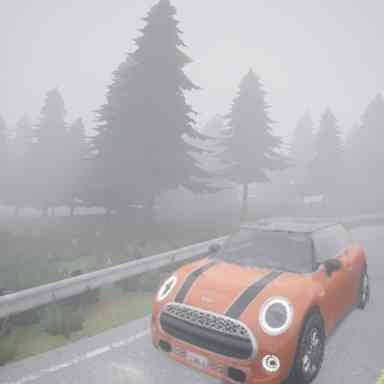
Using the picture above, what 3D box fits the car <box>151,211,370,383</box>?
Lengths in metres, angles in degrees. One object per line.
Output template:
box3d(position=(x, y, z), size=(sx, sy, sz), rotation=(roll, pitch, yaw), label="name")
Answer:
box3d(position=(1.439, 1.291, 5.555), size=(2.097, 1.767, 4.553), rotation=(1, 1, 38), label="car")
